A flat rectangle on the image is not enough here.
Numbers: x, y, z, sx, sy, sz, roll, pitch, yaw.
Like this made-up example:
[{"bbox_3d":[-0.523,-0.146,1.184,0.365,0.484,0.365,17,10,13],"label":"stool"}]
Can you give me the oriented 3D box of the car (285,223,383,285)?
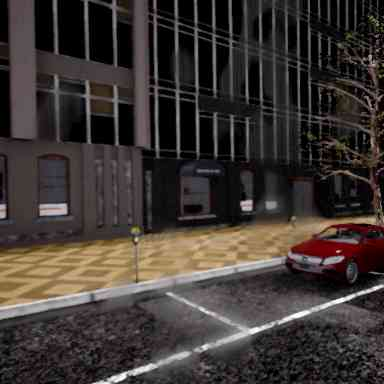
[{"bbox_3d":[4.421,1.544,9.265,4.206,1.307,1.802,0,-1,-35],"label":"car"}]
